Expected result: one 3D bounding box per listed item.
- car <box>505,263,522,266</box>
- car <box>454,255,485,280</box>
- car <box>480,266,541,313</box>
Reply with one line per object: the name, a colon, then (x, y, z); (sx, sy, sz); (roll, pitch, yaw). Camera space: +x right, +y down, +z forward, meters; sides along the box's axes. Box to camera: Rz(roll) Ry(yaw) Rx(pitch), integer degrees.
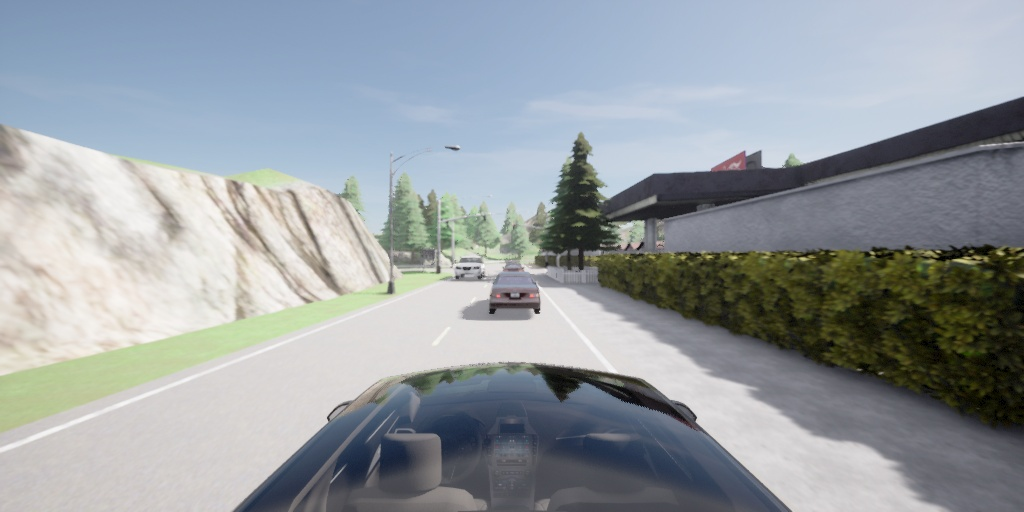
car: (0.104, 1.272, 29.689); (1.812, 1.442, 4.674); (0, 0, 0)
car: (-3.538, 0.969, 31.096); (2.150, 2.045, 5.566); (0, 0, 1)
car: (0.096, 1.295, 13.934); (2.033, 1.411, 5.357); (0, 0, 0)
